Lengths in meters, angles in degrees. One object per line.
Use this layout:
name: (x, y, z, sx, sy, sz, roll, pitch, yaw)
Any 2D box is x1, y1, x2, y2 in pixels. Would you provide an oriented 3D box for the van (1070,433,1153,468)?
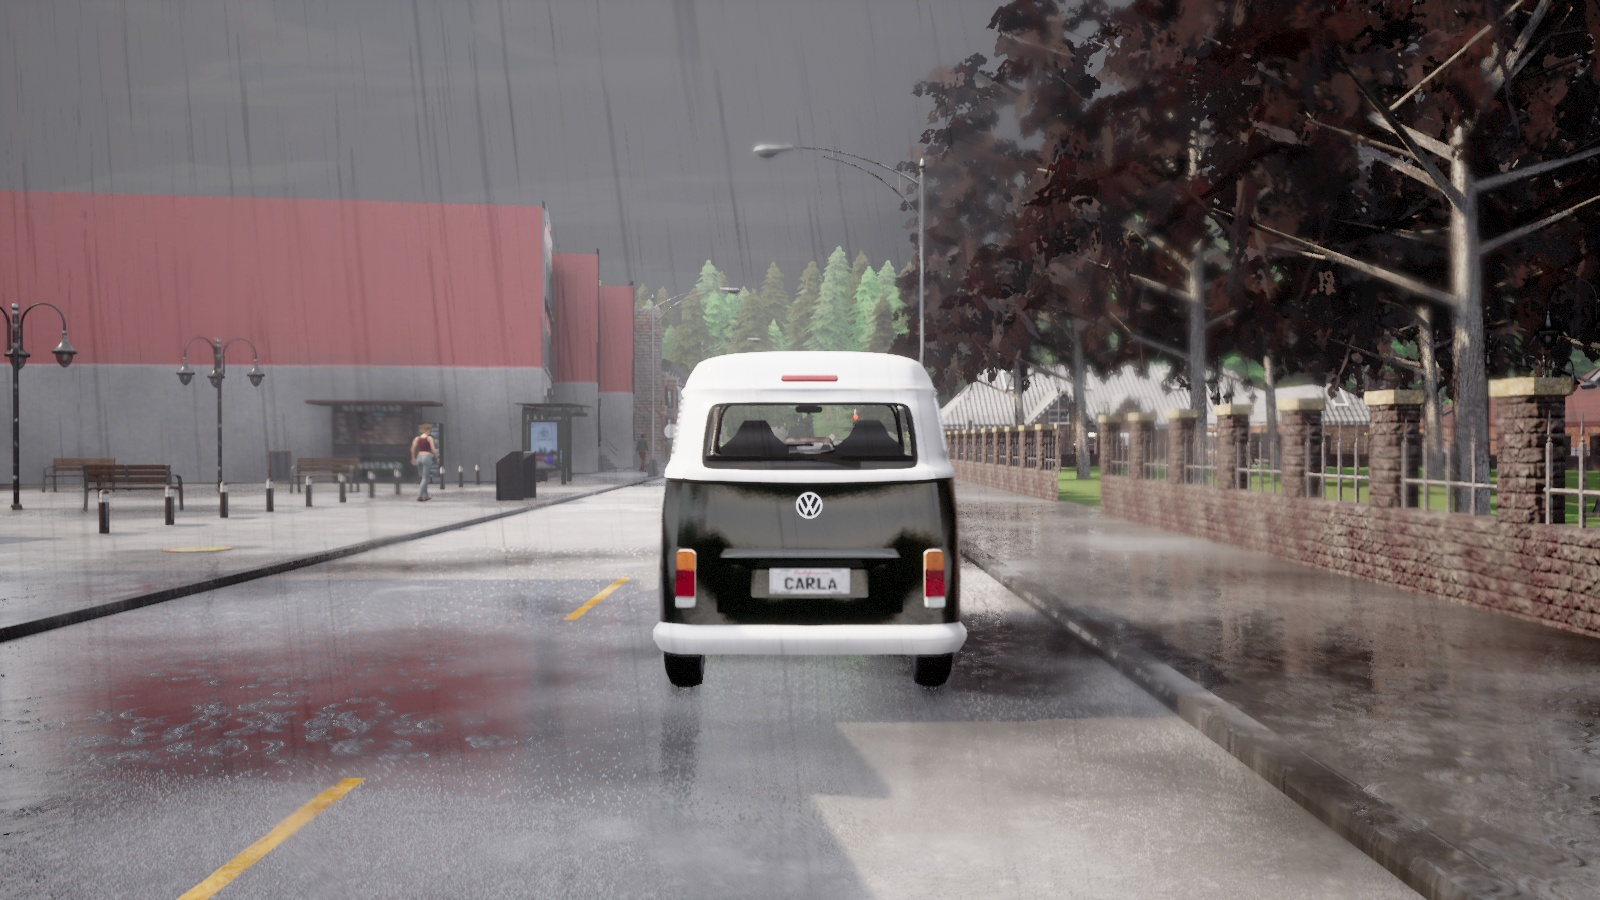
van: (18.765, 0.023, 75.827, 4.480, 2.038, 2.069, 0, 0, -1)

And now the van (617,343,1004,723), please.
van: (0.066, 0.418, 8.975, 2.069, 2.038, 4.480, 0, 1, 0)

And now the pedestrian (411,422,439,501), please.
pedestrian: (-8.780, 0.270, 29.410, 0.345, 1.836, 0.594, 0, 0, 20)

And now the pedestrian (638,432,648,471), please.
pedestrian: (-7.602, 0.075, 60.821, 0.353, 1.847, 0.614, 0, 0, 10)
